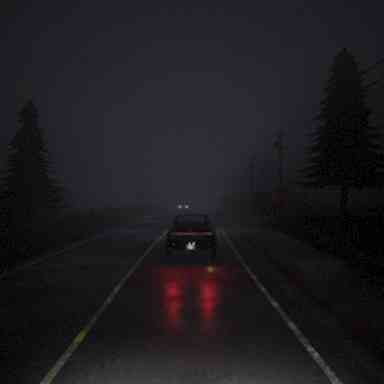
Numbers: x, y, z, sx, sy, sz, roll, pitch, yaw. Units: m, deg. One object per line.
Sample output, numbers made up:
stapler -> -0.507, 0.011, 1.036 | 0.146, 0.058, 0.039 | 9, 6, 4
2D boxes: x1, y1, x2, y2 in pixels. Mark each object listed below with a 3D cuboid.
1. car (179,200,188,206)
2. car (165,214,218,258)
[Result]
car -> -1.908, 2.380, 73.430 | 1.895, 1.301, 4.718 | 0, -1, 2
car -> 0.010, 1.631, 13.429 | 2.128, 1.511, 4.902 | 0, 0, 1
